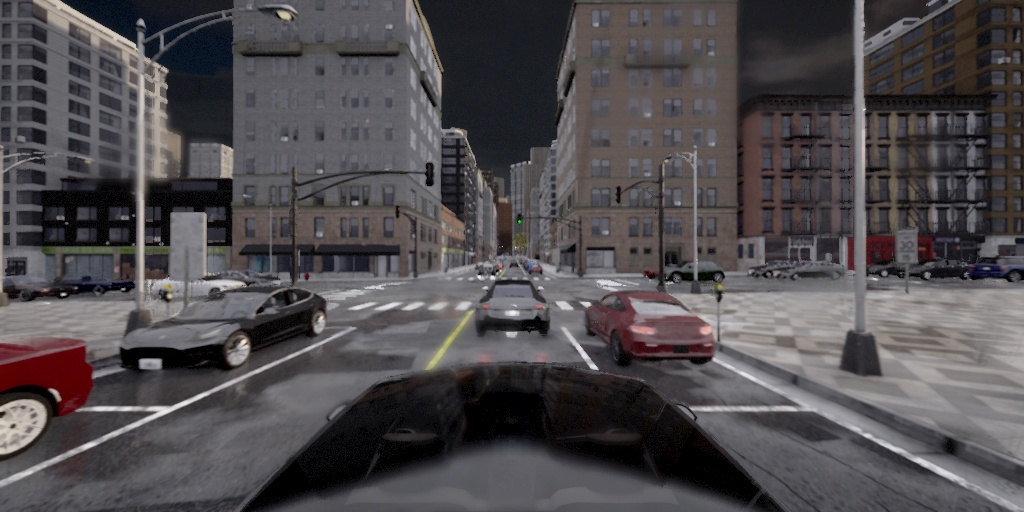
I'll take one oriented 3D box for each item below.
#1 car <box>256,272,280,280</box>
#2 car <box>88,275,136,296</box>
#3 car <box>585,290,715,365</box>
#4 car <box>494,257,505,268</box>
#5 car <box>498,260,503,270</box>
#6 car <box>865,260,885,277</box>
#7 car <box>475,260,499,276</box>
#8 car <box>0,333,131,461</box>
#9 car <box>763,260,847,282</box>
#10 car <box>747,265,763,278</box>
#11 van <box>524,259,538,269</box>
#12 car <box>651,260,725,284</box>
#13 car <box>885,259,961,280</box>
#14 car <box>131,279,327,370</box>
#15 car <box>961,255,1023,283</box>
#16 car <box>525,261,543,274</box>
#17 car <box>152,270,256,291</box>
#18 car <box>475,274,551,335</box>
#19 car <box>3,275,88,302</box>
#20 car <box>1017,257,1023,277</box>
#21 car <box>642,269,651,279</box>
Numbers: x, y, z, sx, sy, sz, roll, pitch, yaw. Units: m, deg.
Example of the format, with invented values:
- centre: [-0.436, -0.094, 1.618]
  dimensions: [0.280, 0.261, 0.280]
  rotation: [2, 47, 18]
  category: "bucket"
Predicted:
- centre: [-17.897, 1.676, 23.842]
  dimensions: [4.902, 1.511, 2.128]
  rotation: [-1, 0, 4]
  category: "car"
- centre: [-27.999, 1.914, 23.815]
  dimensions: [4.718, 1.301, 1.895]
  rotation: [-1, 0, 0]
  category: "car"
- centre: [2.756, 1.388, 7.909]
  dimensions: [1.802, 1.307, 4.207]
  rotation: [0, 0, 0]
  category: "car"
- centre: [-2.715, 1.533, 62.500]
  dimensions: [2.097, 1.767, 4.553]
  rotation: [0, 0, 1]
  category: "car"
- centre: [-2.824, 1.672, 52.590]
  dimensions: [2.033, 1.411, 5.357]
  rotation: [0, 0, 0]
  category: "car"
- centre: [32.119, 1.017, 30.386]
  dimensions: [4.892, 1.490, 1.837]
  rotation: [-1, 0, 0]
  category: "car"
- centre: [-2.896, 1.591, 42.940]
  dimensions: [1.812, 1.442, 4.674]
  rotation: [0, 0, 2]
  category: "car"
- centre: [-5.762, 1.300, 2.255]
  dimensions: [1.888, 1.381, 4.507]
  rotation: [0, 0, 0]
  category: "car"
- centre: [22.399, 1.124, 27.161]
  dimensions: [4.902, 1.511, 2.128]
  rotation: [-1, 0, 0]
  category: "car"
- centre: [22.648, 1.134, 30.410]
  dimensions: [4.902, 1.511, 2.128]
  rotation: [-1, 0, 0]
  category: "car"
- centre: [3.019, 1.454, 50.671]
  dimensions: [1.690, 1.789, 3.998]
  rotation: [0, 0, 0]
  category: "van"
- centre: [13.446, 1.112, 27.180]
  dimensions: [4.553, 1.767, 2.097]
  rotation: [-1, 0, 0]
  category: "car"
- centre: [31.864, 1.007, 27.134]
  dimensions: [4.892, 1.490, 1.837]
  rotation: [-1, 0, 0]
  category: "car"
- centre: [-5.770, 1.372, 7.899]
  dimensions: [1.948, 1.339, 4.313]
  rotation: [0, 0, 0]
  category: "car"
- centre: [33.470, 0.816, 23.689]
  dimensions: [4.553, 1.767, 2.097]
  rotation: [-1, 0, 0]
  category: "car"
- centre: [2.979, 1.660, 45.119]
  dimensions: [1.802, 1.307, 4.207]
  rotation: [0, 0, 0]
  category: "car"
- centre: [-17.811, 1.695, 20.546]
  dimensions: [4.674, 1.442, 1.812]
  rotation: [-1, 0, 0]
  category: "car"
- centre: [0.029, 1.395, 10.802]
  dimensions: [1.994, 1.385, 4.181]
  rotation: [0, -1, 0]
  category: "car"
- centre: [-28.374, 1.852, 20.566]
  dimensions: [5.357, 1.411, 2.033]
  rotation: [-1, 0, 0]
  category: "car"
- centre: [41.992, 0.842, 27.085]
  dimensions: [5.008, 1.535, 1.882]
  rotation: [-1, 0, 1]
  category: "car"
- centre: [13.607, 1.372, 30.430]
  dimensions: [4.718, 1.301, 1.895]
  rotation: [-1, 0, 0]
  category: "car"
